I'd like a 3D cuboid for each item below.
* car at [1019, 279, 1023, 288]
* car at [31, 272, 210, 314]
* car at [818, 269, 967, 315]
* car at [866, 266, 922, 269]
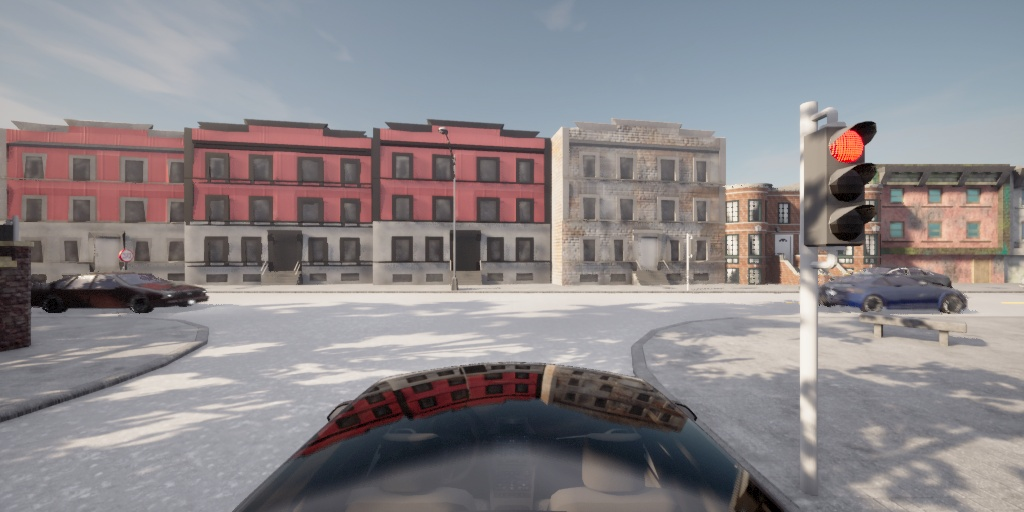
[{"bbox_3d":[28.051,1.351,17.361,4.718,1.301,1.895,0,0,0],"label":"car"},{"bbox_3d":[-14.409,1.297,13.146,5.357,1.411,2.033,0,0,0],"label":"car"},{"bbox_3d":[13.733,1.314,13.164,4.181,1.385,1.994,0,0,0],"label":"car"},{"bbox_3d":[18.123,1.242,17.366,4.902,1.511,2.128,0,0,0],"label":"car"}]
